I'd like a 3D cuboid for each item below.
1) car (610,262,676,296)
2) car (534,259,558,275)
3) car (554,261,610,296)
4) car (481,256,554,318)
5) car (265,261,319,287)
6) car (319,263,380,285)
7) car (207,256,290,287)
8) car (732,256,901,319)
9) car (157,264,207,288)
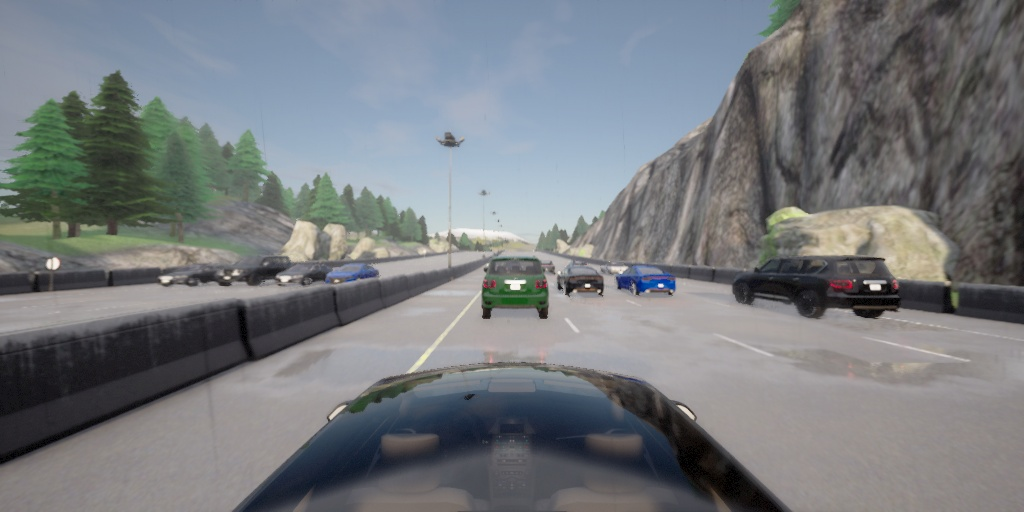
[{"bbox_3d":[7.098,1.257,19.572,1.882,1.535,5.008,0,0,0],"label":"car"},{"bbox_3d":[3.595,1.169,39.145,2.128,1.511,4.902,0,1,0],"label":"car"},{"bbox_3d":[3.598,1.257,19.549,1.882,1.535,5.008,0,0,0],"label":"car"},{"bbox_3d":[0.099,1.005,13.324,2.150,2.045,5.566,0,0,0],"label":"car"},{"bbox_3d":[-14.101,1.258,24.694,2.128,1.511,4.902,0,0,0],"label":"car"},{"bbox_3d":[-10.601,1.245,24.197,1.882,1.535,5.008,0,0,0],"label":"car"},{"bbox_3d":[-17.602,0.987,24.930,2.150,2.045,5.566,0,0,0],"label":"car"},{"bbox_3d":[10.598,1.004,13.143,2.150,2.045,5.566,0,0,0],"label":"car"},{"bbox_3d":[-21.100,1.259,24.291,2.128,1.511,4.902,0,0,0],"label":"car"}]
